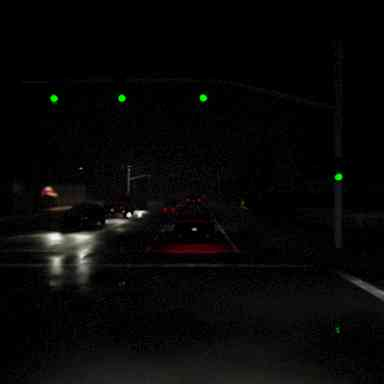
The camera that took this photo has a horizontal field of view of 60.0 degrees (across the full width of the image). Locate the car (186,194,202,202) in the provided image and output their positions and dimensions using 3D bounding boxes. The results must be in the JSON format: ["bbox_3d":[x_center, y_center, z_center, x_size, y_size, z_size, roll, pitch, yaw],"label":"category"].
[{"bbox_3d":[0.303,1.264,48.758,2.150,2.045,5.566,0,0,1],"label":"car"}]

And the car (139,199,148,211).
[{"bbox_3d":[-6.791,1.601,41.929,1.994,1.385,4.181,0,0,1],"label":"car"}]

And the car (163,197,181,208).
[{"bbox_3d":[-3.192,1.535,49.507,2.128,1.511,4.902,0,0,1],"label":"car"}]

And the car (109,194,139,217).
[{"bbox_3d":[-6.934,1.250,31.857,2.150,2.045,5.566,0,0,1],"label":"car"}]

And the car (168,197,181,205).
[{"bbox_3d":[-3.103,1.599,59.817,2.033,1.411,5.357,0,0,1],"label":"car"}]

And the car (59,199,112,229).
[{"bbox_3d":[-7.043,1.497,21.870,1.882,1.535,5.008,0,0,0],"label":"car"}]

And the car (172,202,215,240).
[{"bbox_3d":[0.126,1.492,17.124,1.882,1.535,5.008,0,0,0],"label":"car"}]
